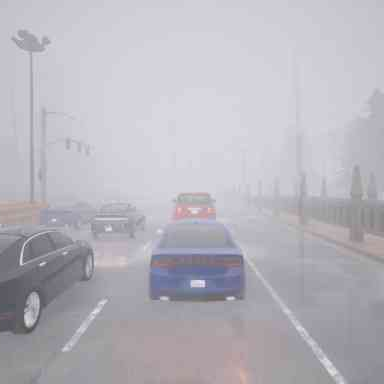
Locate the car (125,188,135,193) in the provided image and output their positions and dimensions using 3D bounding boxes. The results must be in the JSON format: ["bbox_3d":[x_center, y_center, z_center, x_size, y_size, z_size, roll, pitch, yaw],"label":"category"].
[{"bbox_3d":[-13.778,0.216,68.663,2.150,2.045,5.566,0,1,0],"label":"car"}]

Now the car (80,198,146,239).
[{"bbox_3d":[-3.377,1.280,15.964,2.128,1.511,4.902,0,1,0],"label":"car"}]

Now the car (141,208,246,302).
[{"bbox_3d":[0.102,1.384,8.177,1.882,1.535,5.008,0,1,0],"label":"car"}]

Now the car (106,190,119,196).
[{"bbox_3d":[-20.708,0.252,87.081,2.033,1.411,5.357,0,1,0],"label":"car"}]

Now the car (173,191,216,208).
[{"bbox_3d":[0.125,0.978,18.047,2.150,2.045,5.566,0,1,0],"label":"car"}]

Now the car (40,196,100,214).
[{"bbox_3d":[-6.867,1.219,19.047,1.882,1.535,5.008,0,1,0],"label":"car"}]

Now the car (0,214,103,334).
[{"bbox_3d":[-3.400,1.435,6.591,1.837,1.490,4.892,0,1,0],"label":"car"}]

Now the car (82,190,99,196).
[{"bbox_3d":[-20.787,0.379,66.252,2.097,1.767,4.553,0,1,0],"label":"car"}]

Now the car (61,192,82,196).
[{"bbox_3d":[-20.898,0.699,56.598,1.812,1.442,4.674,0,1,1],"label":"car"}]

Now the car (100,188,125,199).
[{"bbox_3d":[-13.895,0.369,58.341,2.150,2.045,5.566,0,1,0],"label":"car"}]
